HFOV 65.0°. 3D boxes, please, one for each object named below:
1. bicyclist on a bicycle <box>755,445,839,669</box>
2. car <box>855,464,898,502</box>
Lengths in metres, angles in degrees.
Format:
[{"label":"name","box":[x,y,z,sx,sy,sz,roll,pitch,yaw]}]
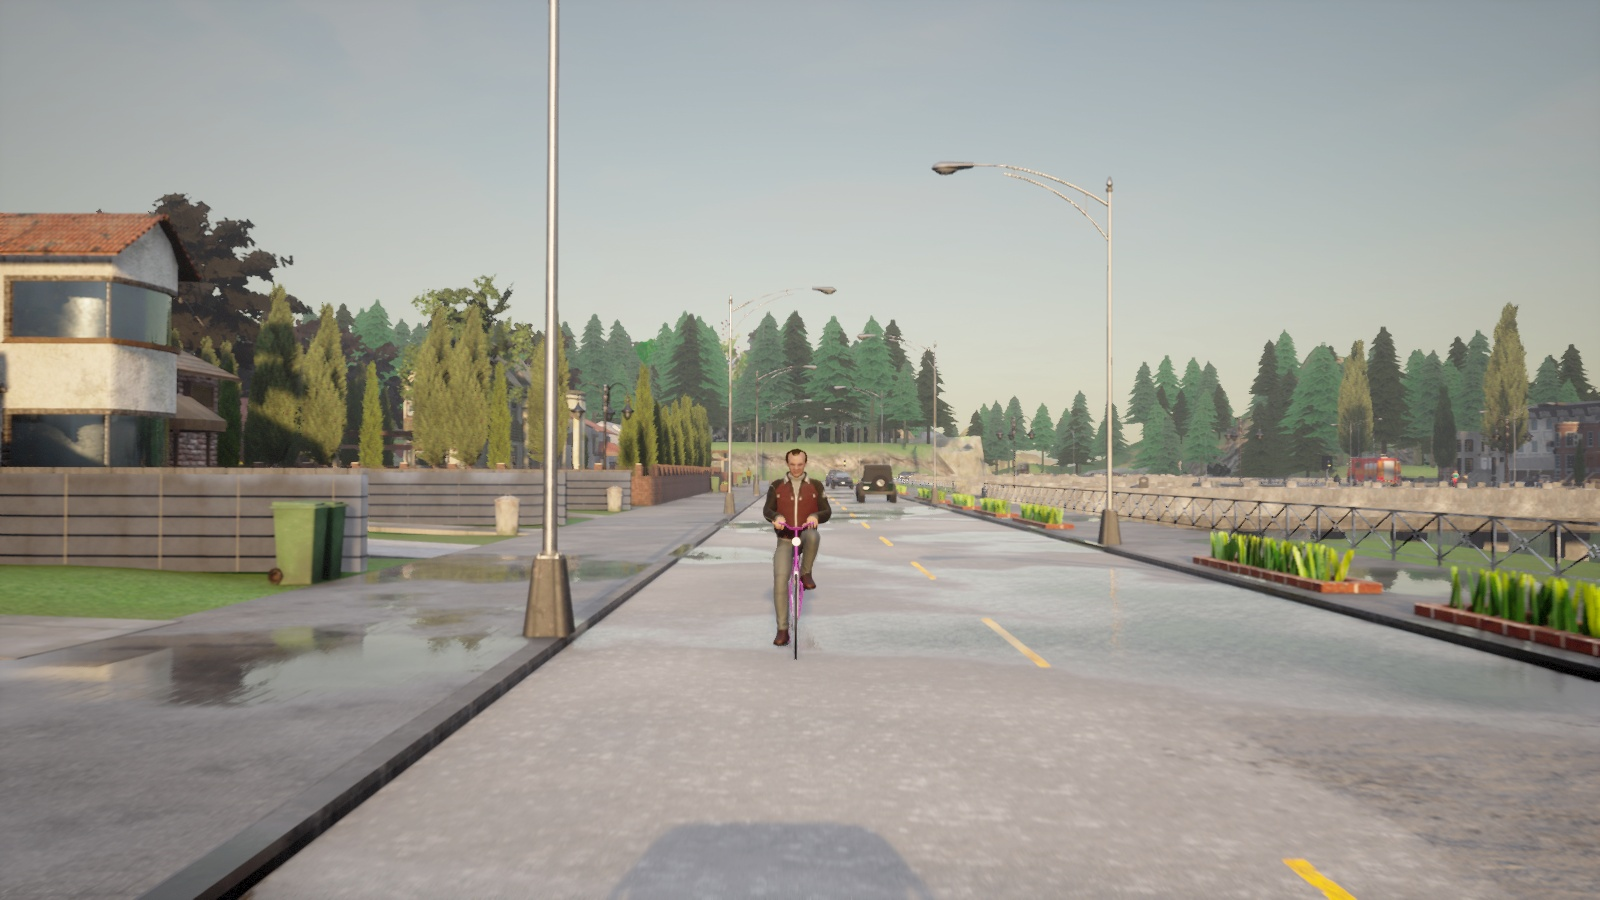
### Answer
[{"label":"bicyclist on a bicycle","box":[-0.026,0.868,10.921,0.659,1.776,1.843,0,-1,0]},{"label":"car","box":[3.850,1.660,63.604,1.905,1.878,3.866,0,-1,0]}]
